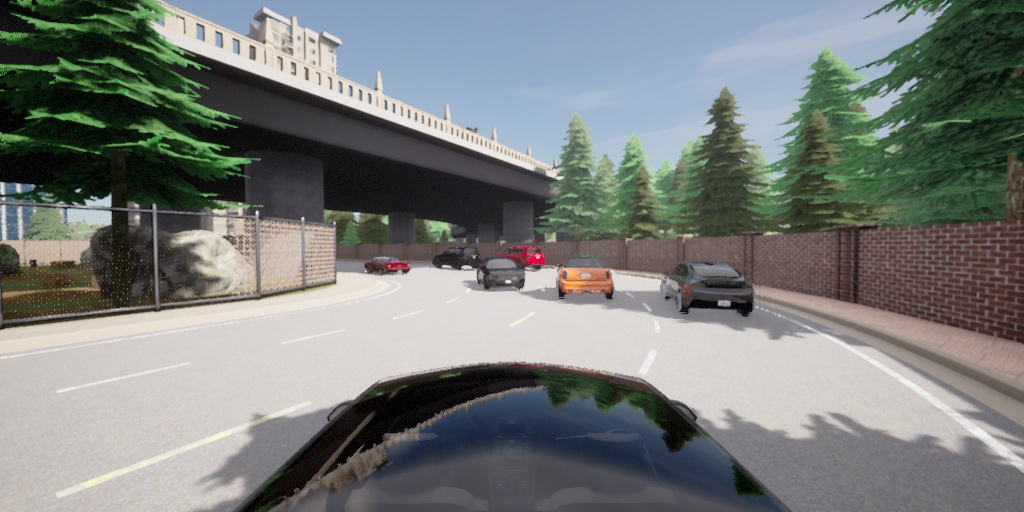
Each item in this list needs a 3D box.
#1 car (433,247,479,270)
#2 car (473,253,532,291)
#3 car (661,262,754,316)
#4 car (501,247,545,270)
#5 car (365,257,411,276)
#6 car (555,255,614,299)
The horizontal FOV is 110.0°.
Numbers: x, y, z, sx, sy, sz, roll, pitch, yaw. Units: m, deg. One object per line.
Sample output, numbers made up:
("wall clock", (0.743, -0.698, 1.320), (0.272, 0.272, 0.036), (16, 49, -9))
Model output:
("car", (-5.131, 0.187, 33.284), (2.150, 2.045, 5.566), (-1, 2, -43))
("car", (-0.644, 0.802, 18.269), (1.882, 1.535, 5.008), (0, 1, -12))
("car", (6.277, 0.947, 11.941), (1.837, 1.490, 4.892), (1, 2, 14))
("car", (0.502, 0.180, 32.063), (2.150, 2.045, 5.566), (-1, 2, -38))
("car", (-9.531, 0.749, 27.399), (1.895, 1.301, 4.718), (-2, 2, -42))
("car", (2.983, 0.724, 15.490), (2.097, 1.767, 4.553), (0, 1, 6))
